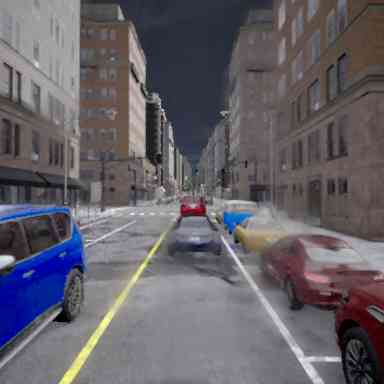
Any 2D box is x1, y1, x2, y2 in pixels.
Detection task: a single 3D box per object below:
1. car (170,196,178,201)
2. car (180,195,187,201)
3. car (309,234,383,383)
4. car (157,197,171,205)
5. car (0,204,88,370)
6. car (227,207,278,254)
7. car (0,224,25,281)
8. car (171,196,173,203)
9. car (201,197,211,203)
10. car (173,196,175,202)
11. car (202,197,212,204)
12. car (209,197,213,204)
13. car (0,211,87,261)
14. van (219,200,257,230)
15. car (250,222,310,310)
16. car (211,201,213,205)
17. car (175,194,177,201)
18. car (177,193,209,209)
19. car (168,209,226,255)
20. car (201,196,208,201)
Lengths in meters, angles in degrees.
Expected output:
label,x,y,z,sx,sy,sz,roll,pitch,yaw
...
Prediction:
label,x,y,z,sx,sy,sz,roll,pitch,yaw
car,-5.119,1.753,95.329,1.752,1.417,4.829,1,0,1
car,-2.327,1.718,90.800,1.837,1.490,4.892,0,0,1
car,2.677,1.320,1.865,2.192,1.841,5.009,1,0,0
car,-5.539,1.737,62.325,1.802,1.307,4.206,1,0,1
car,-3.101,1.233,4.315,2.150,2.045,5.566,0,0,0
car,2.675,1.560,13.381,1.752,1.417,4.829,1,0,0
car,-5.852,1.586,7.541,1.947,1.339,4.313,1,0,0
car,-5.469,1.733,67.854,1.947,1.339,4.313,1,0,1
car,3.126,1.730,73.281,2.008,1.369,4.403,1,0,1
car,-5.398,1.731,73.383,2.008,1.369,4.403,1,0,1
car,3.056,1.711,67.751,1.887,1.381,4.507,1,0,1
car,2.986,1.720,62.221,1.947,1.339,4.313,1,0,1
car,-5.852,1.579,13.213,1.887,1.381,4.507,1,0,0
van,2.676,1.390,18.884,1.690,1.788,3.998,1,0,0
car,2.674,1.602,7.537,1.802,1.307,4.206,1,0,0
car,2.674,1.589,24.727,1.752,1.417,4.829,1,0,0
car,-5.328,1.737,78.912,1.887,1.381,4.507,1,0,1
car,0.090,1.295,28.845,2.150,2.045,5.566,0,0,0
car,0.094,1.599,13.487,1.994,1.385,4.181,0,0,0
car,3.337,1.781,89.872,1.947,1.339,4.313,1,0,1
